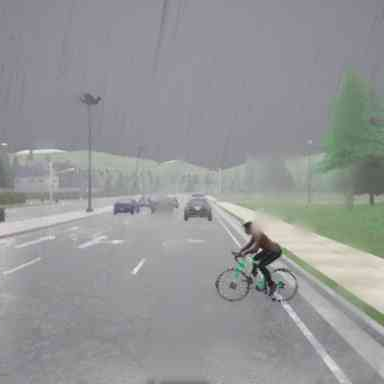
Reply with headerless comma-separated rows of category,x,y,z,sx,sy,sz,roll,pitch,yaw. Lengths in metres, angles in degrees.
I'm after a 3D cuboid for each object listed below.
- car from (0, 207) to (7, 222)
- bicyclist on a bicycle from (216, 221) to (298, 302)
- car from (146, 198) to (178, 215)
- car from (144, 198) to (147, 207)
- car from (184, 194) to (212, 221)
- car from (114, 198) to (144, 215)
car,-14.650,1.488,22.840,1.812,1.442,4.674,0,0,1
bicyclist on a bicycle,1.306,1.416,6.680,1.656,1.620,0.582,0,0,1
car,-2.897,1.439,33.150,2.128,1.511,4.902,0,0,1
car,-6.257,1.475,44.953,2.033,1.411,5.357,0,0,1
car,0.537,1.308,27.070,2.097,1.767,4.553,0,0,3
car,-6.397,1.424,33.150,1.882,1.535,5.008,0,0,1
